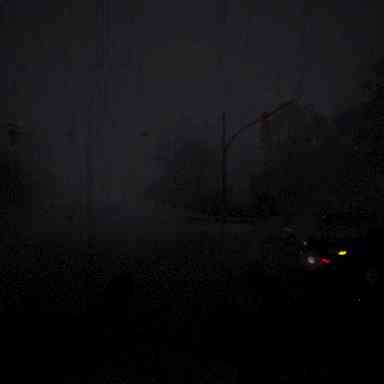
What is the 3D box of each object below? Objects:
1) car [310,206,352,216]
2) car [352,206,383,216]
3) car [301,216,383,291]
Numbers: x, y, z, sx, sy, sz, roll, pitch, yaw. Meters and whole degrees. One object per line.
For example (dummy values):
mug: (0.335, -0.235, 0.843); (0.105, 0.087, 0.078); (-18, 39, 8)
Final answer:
car: (9.542, 1.519, 20.089); (4.718, 1.301, 1.895); (1, 0, -11)
car: (11.325, 1.531, 16.840); (5.357, 1.411, 2.033); (1, 0, -8)
car: (5.097, 1.461, 8.397); (4.674, 1.442, 1.812); (1, 1, -11)
